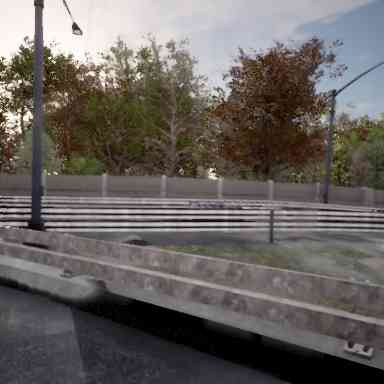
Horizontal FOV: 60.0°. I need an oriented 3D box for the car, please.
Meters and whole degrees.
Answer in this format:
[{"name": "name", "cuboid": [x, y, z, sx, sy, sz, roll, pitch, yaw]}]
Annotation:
[{"name": "car", "cuboid": [0.384, 1.235, 18.182, 4.902, 1.511, 2.128, 0, 1, -11]}]
